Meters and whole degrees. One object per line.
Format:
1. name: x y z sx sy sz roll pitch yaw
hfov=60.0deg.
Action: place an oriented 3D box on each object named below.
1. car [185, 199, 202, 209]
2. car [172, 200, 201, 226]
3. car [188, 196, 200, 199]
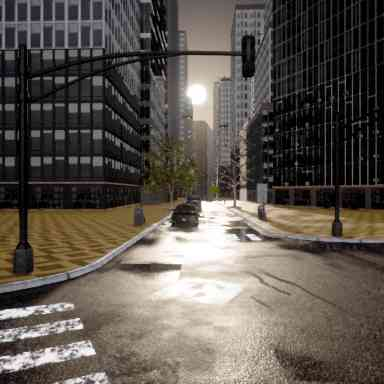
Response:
1. car: -0.114 1.777 35.644 1.812 1.442 4.674 0 0 2
2. car: -0.462 1.654 25.431 1.882 1.535 5.008 0 0 2
3. car: 0.277 1.560 47.224 2.150 2.045 5.566 0 0 2
